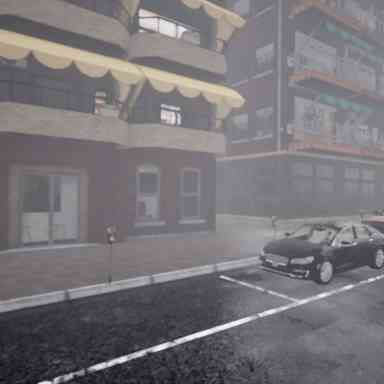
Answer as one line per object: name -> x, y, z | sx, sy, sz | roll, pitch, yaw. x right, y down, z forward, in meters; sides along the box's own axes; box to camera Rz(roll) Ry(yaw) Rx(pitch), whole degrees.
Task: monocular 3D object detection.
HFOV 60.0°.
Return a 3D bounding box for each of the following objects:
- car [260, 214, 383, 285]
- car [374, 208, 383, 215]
car -> 3.777, 1.495, 9.243 | 4.403, 1.369, 2.008 | 0, 1, -36
car -> 8.286, 1.221, 12.459 | 5.009, 1.841, 2.192 | 0, 1, -36
